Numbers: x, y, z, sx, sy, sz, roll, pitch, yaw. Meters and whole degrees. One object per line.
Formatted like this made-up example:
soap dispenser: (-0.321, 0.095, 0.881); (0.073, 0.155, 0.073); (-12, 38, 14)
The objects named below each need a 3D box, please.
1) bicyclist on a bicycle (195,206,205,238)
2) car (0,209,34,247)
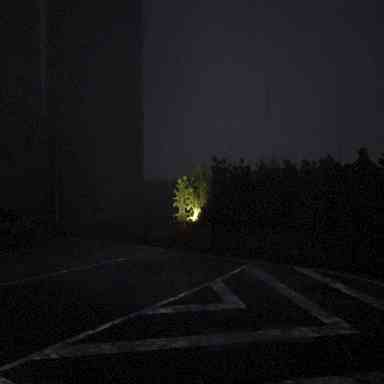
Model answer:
bicyclist on a bicycle: (0.595, 1.515, 16.047); (0.582, 1.620, 1.656); (-1, 4, -43)
car: (-8.487, 1.483, 13.030); (1.851, 1.617, 3.988); (0, 0, 35)
